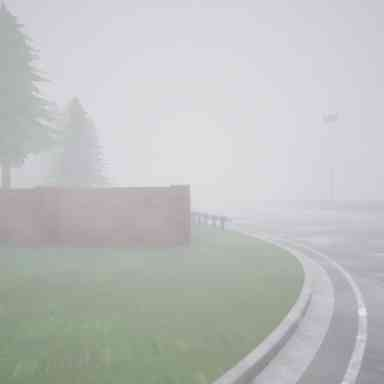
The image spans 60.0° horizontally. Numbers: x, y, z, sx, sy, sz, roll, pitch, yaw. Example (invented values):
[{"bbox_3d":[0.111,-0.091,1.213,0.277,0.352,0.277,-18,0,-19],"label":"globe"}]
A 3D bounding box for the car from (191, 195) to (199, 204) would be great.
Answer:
[{"bbox_3d":[-0.164,1.741,76.523,2.150,2.045,5.566,0,0,-16],"label":"car"}]
